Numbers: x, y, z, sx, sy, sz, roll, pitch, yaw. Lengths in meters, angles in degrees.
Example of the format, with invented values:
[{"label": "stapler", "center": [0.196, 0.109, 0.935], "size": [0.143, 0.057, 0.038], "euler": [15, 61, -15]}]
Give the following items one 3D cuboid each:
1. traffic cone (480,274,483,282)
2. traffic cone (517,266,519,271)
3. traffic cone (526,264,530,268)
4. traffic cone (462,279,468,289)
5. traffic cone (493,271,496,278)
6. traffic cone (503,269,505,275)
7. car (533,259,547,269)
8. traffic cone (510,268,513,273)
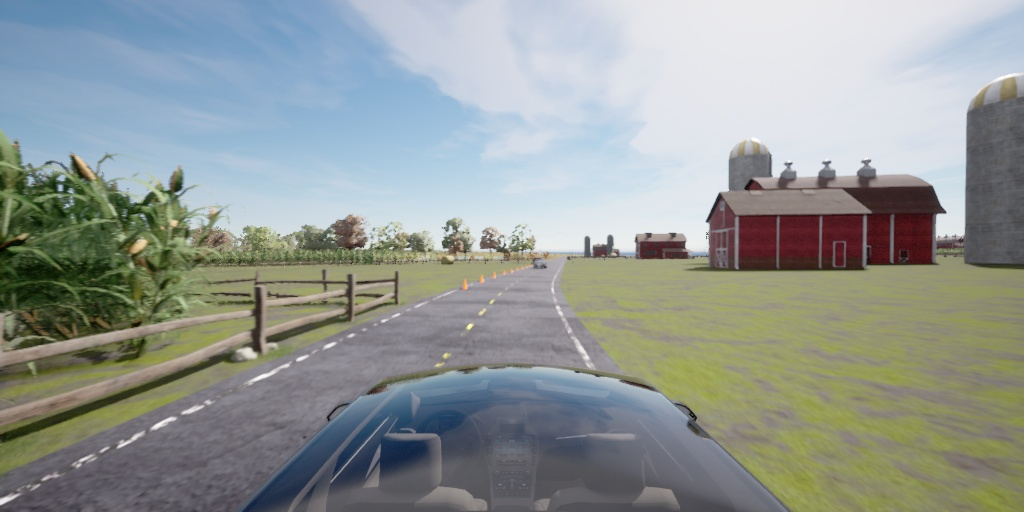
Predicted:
[{"label": "traffic cone", "center": [-2.254, 1.664, 26.660], "size": [0.340, 0.580, 0.340], "euler": [0, 0, 7]}, {"label": "traffic cone", "center": [0.724, 1.635, 46.503], "size": [0.340, 0.580, 0.340], "euler": [0, 0, 9]}, {"label": "traffic cone", "center": [2.244, 1.619, 56.387], "size": [0.340, 0.580, 0.340], "euler": [0, 0, 9]}, {"label": "traffic cone", "center": [-2.828, 1.671, 21.631], "size": [0.340, 0.580, 0.340], "euler": [0, 0, 6]}, {"label": "traffic cone", "center": [-1.556, 1.656, 31.672], "size": [0.340, 0.580, 0.340], "euler": [0, 0, 9]}, {"label": "traffic cone", "center": [-0.795, 1.650, 36.618], "size": [0.340, 0.580, 0.340], "euler": [0, 0, 9]}, {"label": "car", "center": [4.268, 1.170, 53.902], "size": [2.128, 1.511, 4.902], "euler": [0, 0, 9]}, {"label": "traffic cone", "center": [-0.035, 1.643, 41.561], "size": [0.340, 0.580, 0.340], "euler": [0, 0, 9]}]
